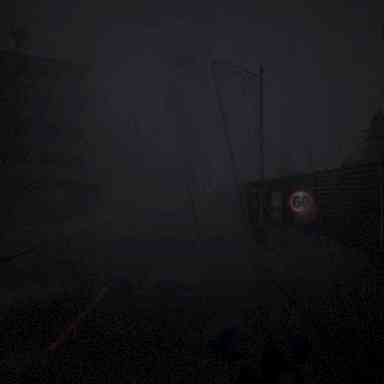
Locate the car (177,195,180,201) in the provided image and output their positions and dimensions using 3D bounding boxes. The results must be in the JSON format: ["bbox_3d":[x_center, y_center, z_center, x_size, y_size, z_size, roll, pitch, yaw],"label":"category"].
[{"bbox_3d":[-4.017,1.530,80.608,2.128,1.511,4.902,0,0,0],"label":"car"}]

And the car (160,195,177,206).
[{"bbox_3d":[-4.011,1.499,54.093,2.128,1.511,4.902,0,0,0],"label":"car"}]
